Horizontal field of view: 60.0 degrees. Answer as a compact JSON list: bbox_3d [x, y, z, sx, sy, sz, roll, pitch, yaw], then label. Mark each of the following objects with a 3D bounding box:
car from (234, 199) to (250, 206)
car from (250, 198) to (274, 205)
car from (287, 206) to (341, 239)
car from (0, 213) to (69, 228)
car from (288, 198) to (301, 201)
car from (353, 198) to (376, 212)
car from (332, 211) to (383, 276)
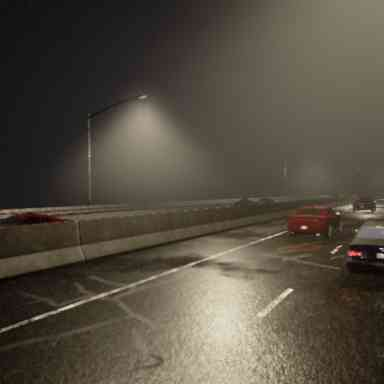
[{"bbox_3d":[8.150,1.732,52.037,1.994,1.385,4.181,-1,0,34],"label":"car"},{"bbox_3d":[10.934,1.636,49.907,1.812,1.442,4.674,-1,0,34],"label":"car"},{"bbox_3d":[6.471,1.463,17.319,1.882,1.535,5.008,-1,0,33],"label":"car"},{"bbox_3d":[-7.668,1.730,15.071,1.812,1.442,4.674,-1,0,33],"label":"car"},{"bbox_3d":[15.617,1.604,50.585,1.994,1.385,4.181,-1,0,34],"label":"car"},{"bbox_3d":[18.744,1.373,36.092,1.882,1.535,5.008,-1,0,34],"label":"car"},{"bbox_3d":[5.736,1.504,9.710,2.033,1.411,5.357,-1,0,33],"label":"car"}]
